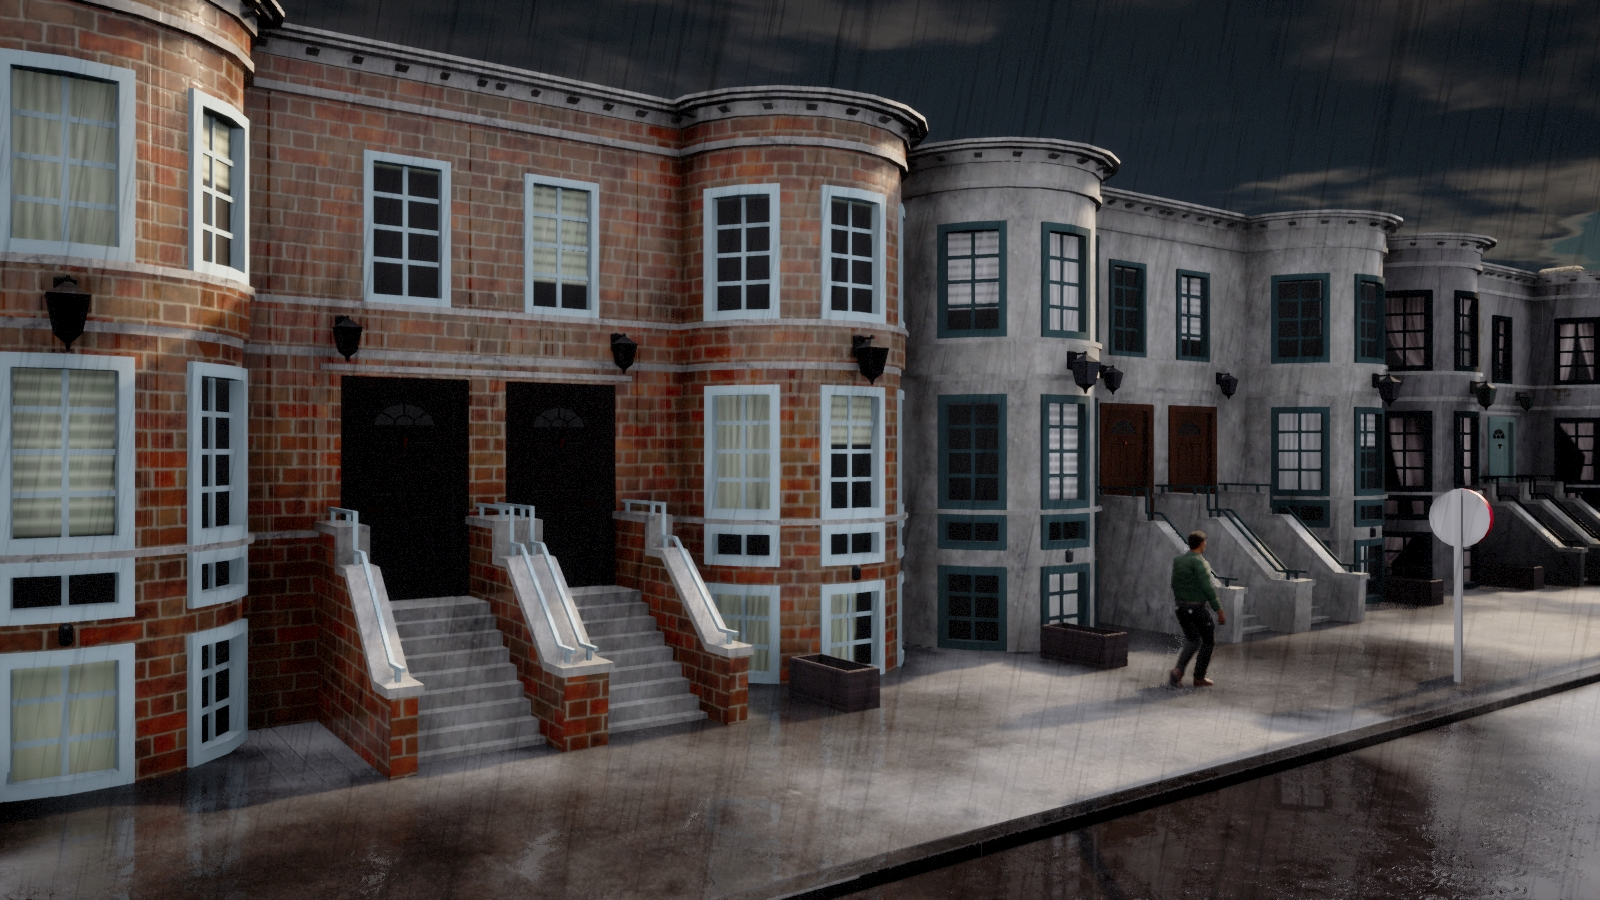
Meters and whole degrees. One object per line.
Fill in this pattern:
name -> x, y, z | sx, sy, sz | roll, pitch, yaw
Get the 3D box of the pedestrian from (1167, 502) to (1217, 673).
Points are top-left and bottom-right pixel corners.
pedestrian -> 4.396, 1.524, 12.824 | 0.375, 1.860, 0.375 | 0, 0, -27
